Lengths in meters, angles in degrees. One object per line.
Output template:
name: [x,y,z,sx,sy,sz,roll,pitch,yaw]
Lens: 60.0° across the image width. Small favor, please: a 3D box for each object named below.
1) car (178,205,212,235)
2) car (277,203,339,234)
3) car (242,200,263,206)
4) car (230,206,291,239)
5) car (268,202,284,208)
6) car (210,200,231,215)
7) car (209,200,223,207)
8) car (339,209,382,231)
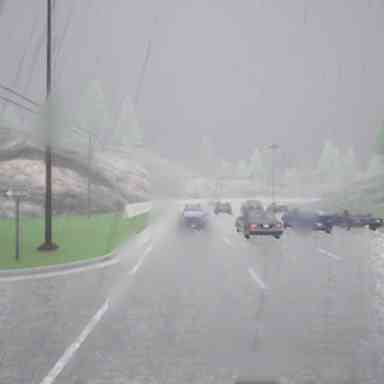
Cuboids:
car: [0.094,1.735,20.410,1.812,1.442,4.674,0,-1,0]
car: [7.108,1.692,21.024,1.882,1.535,5.008,0,0,0]
car: [7.116,1.756,39.679,2.097,1.767,4.553,0,-1,0]
car: [3.608,1.738,18.672,2.033,1.411,5.357,0,-1,0]
car: [10.604,1.943,41.033,1.812,1.442,4.674,0,-1,0]
car: [3.617,1.899,39.923,2.128,1.511,4.902,0,-1,0]
car: [4.836,2.237,66.051,1.994,1.385,4.181,0,-1,17]
car: [10.610,1.829,22.396,1.895,1.301,4.718,0,-1,0]
